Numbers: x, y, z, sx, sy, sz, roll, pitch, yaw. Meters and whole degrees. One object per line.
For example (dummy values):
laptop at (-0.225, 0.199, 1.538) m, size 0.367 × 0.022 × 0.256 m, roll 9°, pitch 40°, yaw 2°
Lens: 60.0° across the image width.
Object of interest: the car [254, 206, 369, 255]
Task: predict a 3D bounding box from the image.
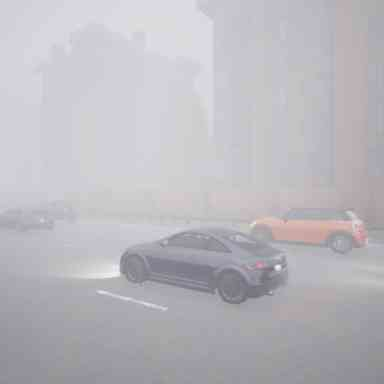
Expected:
car at (4.600, 1.354, 13.609) m, size 4.553 × 1.767 × 2.097 m, roll 0°, pitch 0°, yaw 35°

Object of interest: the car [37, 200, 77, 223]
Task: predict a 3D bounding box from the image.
car at (-10.526, 1.351, 24.398) m, size 4.553 × 1.767 × 2.097 m, roll 0°, pitch 0°, yaw 35°

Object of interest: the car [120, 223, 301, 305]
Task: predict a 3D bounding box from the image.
car at (0.190, 1.563, 8.156) m, size 4.181 × 1.385 × 1.994 m, roll 0°, pitch 0°, yaw 35°

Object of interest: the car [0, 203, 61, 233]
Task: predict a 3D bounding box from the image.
car at (-10.014, 1.564, 19.734) m, size 4.181 × 1.385 × 1.994 m, roll 0°, pitch 0°, yaw 35°
